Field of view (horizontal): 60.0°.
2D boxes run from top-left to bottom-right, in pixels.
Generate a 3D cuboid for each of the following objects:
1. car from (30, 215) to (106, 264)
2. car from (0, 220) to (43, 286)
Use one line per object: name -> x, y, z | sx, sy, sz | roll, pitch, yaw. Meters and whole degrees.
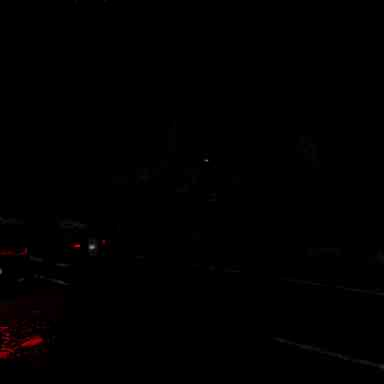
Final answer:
car -> -5.045, 1.553, 11.877 | 4.674, 1.442, 1.812 | 0, 0, 35
car -> -6.049, 1.502, 8.297 | 5.008, 1.535, 1.882 | 0, 0, 36
